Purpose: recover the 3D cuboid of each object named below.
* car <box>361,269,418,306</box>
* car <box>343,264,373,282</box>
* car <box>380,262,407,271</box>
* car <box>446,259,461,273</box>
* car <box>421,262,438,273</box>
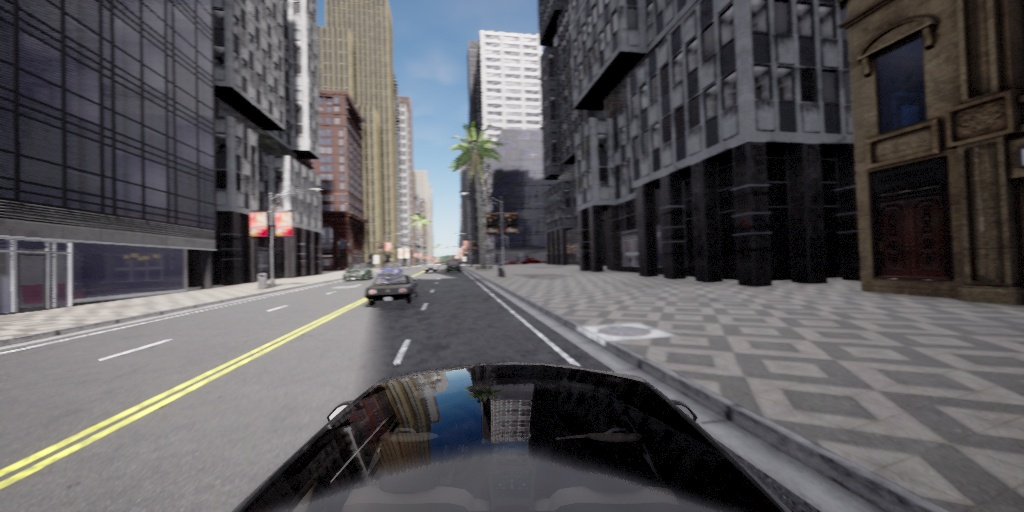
[{"bbox_3d":[-5.611,1.536,17.307,1.895,1.301,4.718,-2,0,-10],"label":"car"},{"bbox_3d":[-15.911,1.653,37.197,2.097,1.767,4.553,-2,0,-10],"label":"car"},{"bbox_3d":[-12.711,1.558,37.762,2.097,1.767,4.553,-2,0,-10],"label":"car"},{"bbox_3d":[-8.665,1.509,53.326,2.097,1.767,4.553,-2,0,-10],"label":"car"},{"bbox_3d":[-11.930,1.855,53.178,1.895,1.301,4.718,-2,0,-10],"label":"car"}]
